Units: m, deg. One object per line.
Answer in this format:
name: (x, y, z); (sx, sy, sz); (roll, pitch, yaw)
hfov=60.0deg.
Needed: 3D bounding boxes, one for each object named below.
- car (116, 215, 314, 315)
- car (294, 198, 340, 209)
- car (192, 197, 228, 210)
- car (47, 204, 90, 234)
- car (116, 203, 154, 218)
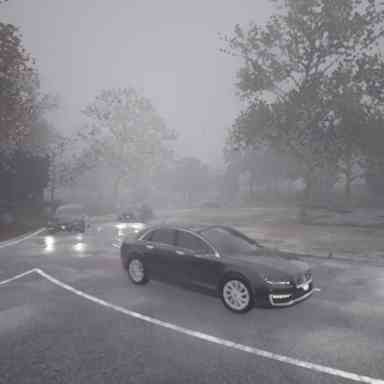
car: (0.293, 1.504, 7.753); (4.892, 1.490, 1.837); (0, 0, 42)
car: (15.749, 1.503, 42.065); (5.357, 1.411, 2.033); (1, 0, 9)
car: (2.312, 1.449, 42.134); (4.902, 1.511, 2.128); (-1, 0, -30)
car: (-7.060, 1.499, 19.397); (1.837, 1.490, 4.892); (0, 2, -11)
car: (-4.312, 1.562, 25.564); (1.994, 1.385, 4.181); (0, 0, 7)
